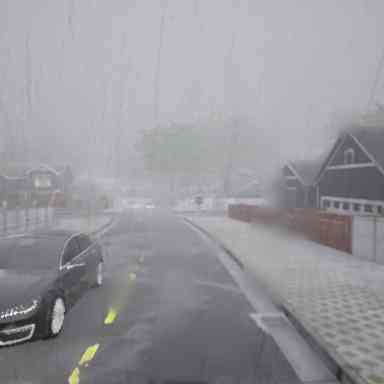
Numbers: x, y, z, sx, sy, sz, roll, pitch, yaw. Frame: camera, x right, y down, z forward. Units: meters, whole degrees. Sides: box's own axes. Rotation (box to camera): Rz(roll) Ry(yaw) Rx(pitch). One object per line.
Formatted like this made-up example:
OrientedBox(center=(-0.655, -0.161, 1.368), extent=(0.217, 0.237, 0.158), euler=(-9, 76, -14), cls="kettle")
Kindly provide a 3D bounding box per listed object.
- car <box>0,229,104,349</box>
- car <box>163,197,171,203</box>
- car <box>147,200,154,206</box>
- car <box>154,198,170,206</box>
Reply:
OrientedBox(center=(-3.081, 1.577, 6.701), extent=(1.837, 1.490, 4.892), euler=(0, -1, -2), cls="car")
OrientedBox(center=(-6.813, 2.383, 92.691), extent=(2.150, 2.045, 5.566), euler=(0, -1, 6), cls="car")
OrientedBox(center=(-10.134, 2.700, 83.079), extent=(2.128, 1.511, 4.902), euler=(0, -1, 1), cls="car")
OrientedBox(center=(-7.392, 2.723, 82.757), extent=(1.994, 1.385, 4.181), euler=(0, -1, 3), cls="car")
